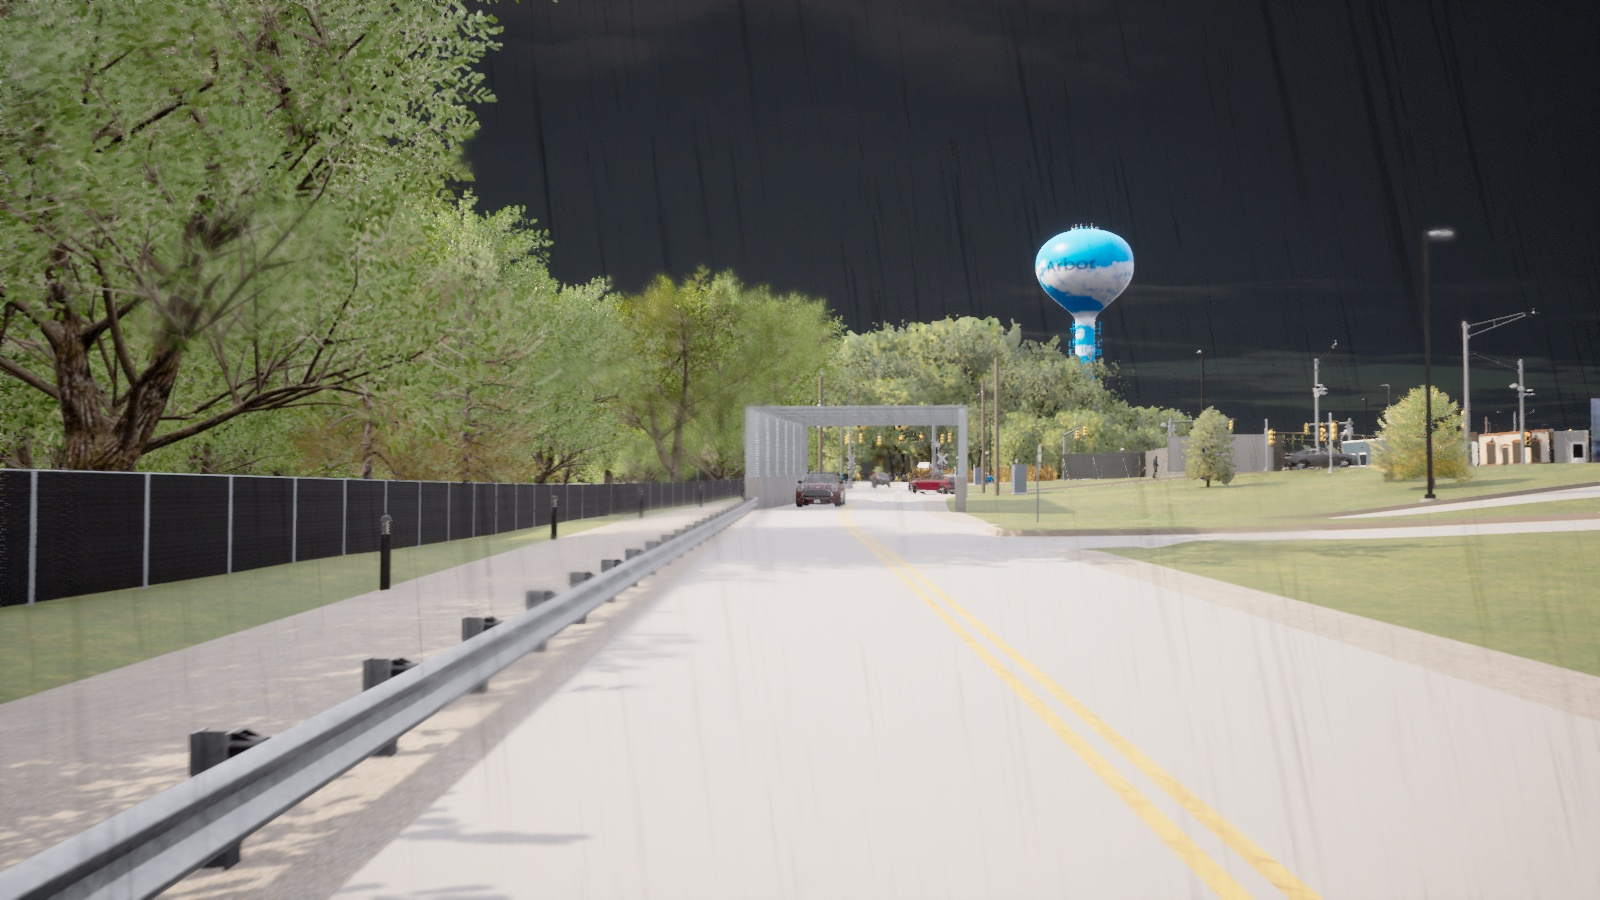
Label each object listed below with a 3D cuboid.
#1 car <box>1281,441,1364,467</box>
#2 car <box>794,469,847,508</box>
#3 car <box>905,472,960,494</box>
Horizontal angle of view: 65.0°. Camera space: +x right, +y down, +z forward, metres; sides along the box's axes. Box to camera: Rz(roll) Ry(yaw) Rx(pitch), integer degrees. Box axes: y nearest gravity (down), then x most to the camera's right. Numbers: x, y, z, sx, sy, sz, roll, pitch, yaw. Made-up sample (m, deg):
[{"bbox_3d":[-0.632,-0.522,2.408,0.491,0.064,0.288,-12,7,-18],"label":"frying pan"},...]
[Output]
[{"bbox_3d":[36.517,0.311,87.882,4.902,1.511,2.128,-3,-3,8],"label":"car"},{"bbox_3d":[1.029,1.809,59.765,2.097,1.767,4.553,-1,-1,6],"label":"car"},{"bbox_3d":[9.846,2.466,93.569,3.705,1.549,1.789,0,0,36],"label":"car"}]
